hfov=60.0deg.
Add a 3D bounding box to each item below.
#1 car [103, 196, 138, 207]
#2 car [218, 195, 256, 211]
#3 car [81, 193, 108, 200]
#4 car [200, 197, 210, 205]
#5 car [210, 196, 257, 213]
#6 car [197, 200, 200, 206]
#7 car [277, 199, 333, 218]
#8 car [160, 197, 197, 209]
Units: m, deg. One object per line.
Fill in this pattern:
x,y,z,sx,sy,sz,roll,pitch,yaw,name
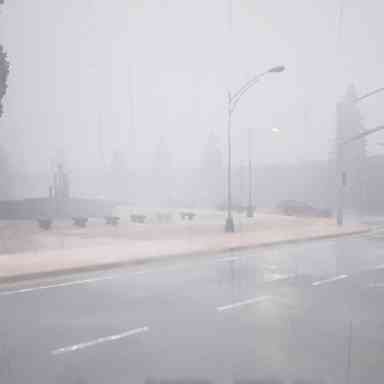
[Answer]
-10.653,1.601,50.498,4.718,1.301,1.895,0,0,25,car
5.645,1.352,42.424,2.097,1.767,4.553,0,0,-42,car
-18.635,1.221,63.956,5.566,2.045,2.150,0,0,10,car
2.788,1.564,54.770,4.181,1.385,1.994,0,0,37,car
4.845,1.547,38.117,2.033,1.411,5.357,0,0,-38,car
-1.782,1.478,49.258,5.008,1.535,1.882,0,0,35,car
10.476,1.526,30.403,1.812,1.442,4.674,0,0,-35,car
-2.136,1.505,45.165,4.892,1.490,1.837,0,0,38,car
